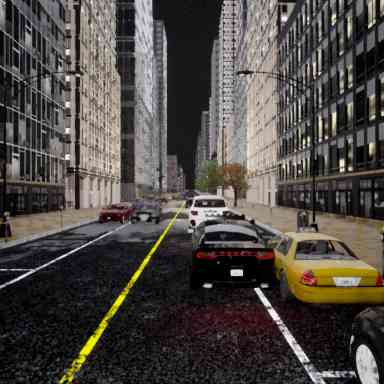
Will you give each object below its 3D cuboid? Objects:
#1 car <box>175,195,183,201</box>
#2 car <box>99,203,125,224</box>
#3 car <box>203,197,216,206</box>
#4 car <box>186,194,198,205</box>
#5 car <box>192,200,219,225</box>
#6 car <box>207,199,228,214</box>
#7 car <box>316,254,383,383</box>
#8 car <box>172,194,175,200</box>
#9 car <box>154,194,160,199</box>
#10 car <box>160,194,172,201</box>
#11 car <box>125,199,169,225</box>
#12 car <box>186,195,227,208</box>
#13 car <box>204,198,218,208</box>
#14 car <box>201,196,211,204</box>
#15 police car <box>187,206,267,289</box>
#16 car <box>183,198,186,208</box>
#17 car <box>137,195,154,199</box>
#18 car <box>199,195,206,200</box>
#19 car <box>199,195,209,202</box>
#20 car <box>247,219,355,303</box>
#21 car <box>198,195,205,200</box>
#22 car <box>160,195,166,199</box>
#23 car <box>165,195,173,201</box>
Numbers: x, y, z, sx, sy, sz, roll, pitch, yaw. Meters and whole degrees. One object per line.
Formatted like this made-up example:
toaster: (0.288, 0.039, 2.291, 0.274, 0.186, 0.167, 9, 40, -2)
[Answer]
car: (-2.960, 1.435, 79.679, 2.033, 1.411, 5.357, 0, 0, 0)
car: (-5.672, 1.533, 24.974, 1.887, 1.381, 4.507, 0, 0, 0)
car: (2.724, 1.532, 53.333, 1.802, 1.307, 4.206, 1, 0, 0)
car: (0.030, 1.289, 59.625, 2.097, 1.767, 4.553, 0, 0, 0)
car: (0.912, 1.466, 25.172, 1.882, 1.535, 5.008, 0, 0, 0)
car: (2.715, 1.542, 36.310, 1.947, 1.339, 4.313, 0, 0, 0)
car: (2.696, 1.551, 2.259, 2.008, 1.369, 4.403, 0, 0, 0)
car: (-5.644, 1.338, 76.055, 1.967, 1.590, 4.097, 1, 0, 0)
car: (-5.661, 1.284, 42.002, 2.192, 1.841, 5.009, 0, 0, 0)
car: (-5.649, 1.241, 64.704, 2.192, 1.841, 5.009, 1, 0, 0)
car: (-3.090, 1.481, 23.843, 2.128, 1.511, 4.902, 0, 0, 0)
car: (0.910, 1.218, 19.202, 2.150, 2.045, 5.566, 0, 0, 0)
car: (2.720, 1.542, 47.659, 1.802, 1.307, 4.206, 1, 0, 0)
car: (2.730, 1.451, 64.853, 1.752, 1.417, 4.829, 1, 0, 0)
police car: (0.904, 1.424, 9.282, 1.930, 1.638, 5.238, 0, 0, 0)
car: (0.036, 1.467, 46.038, 1.837, 1.490, 4.892, 0, 0, 0)
car: (-5.665, 1.416, 36.327, 1.967, 1.590, 4.097, 0, 0, 0)
car: (2.742, 1.410, 87.383, 1.887, 1.381, 4.507, 1, 0, 0)
car: (2.736, 1.463, 76.033, 1.947, 1.339, 4.313, 1, 0, 0)
car: (2.700, 1.524, 8.105, 1.752, 1.417, 4.829, 0, 0, 0)
car: (2.745, 1.430, 93.056, 1.802, 1.307, 4.206, 1, 0, 0)
car: (-5.657, 1.532, 53.352, 1.802, 1.307, 4.206, 1, 0, 0)
car: (-5.641, 1.408, 81.561, 1.752, 1.417, 4.829, 1, 0, 0)
